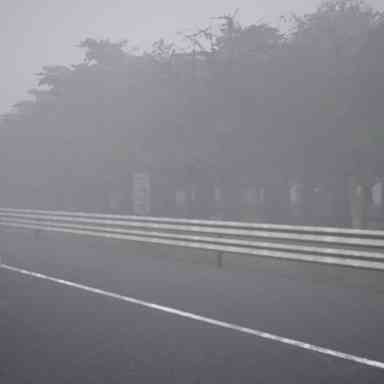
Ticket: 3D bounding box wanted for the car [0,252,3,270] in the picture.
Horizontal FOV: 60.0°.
[{"bbox_3d":[-7.170,1.449,8.995,5.366,1.575,1.801,0,0,35],"label":"car"}]
